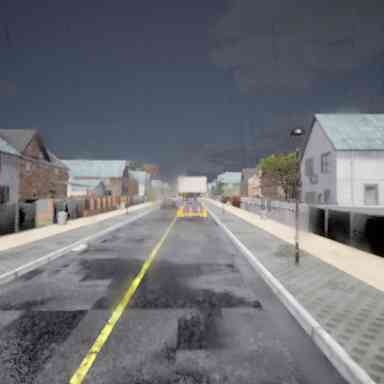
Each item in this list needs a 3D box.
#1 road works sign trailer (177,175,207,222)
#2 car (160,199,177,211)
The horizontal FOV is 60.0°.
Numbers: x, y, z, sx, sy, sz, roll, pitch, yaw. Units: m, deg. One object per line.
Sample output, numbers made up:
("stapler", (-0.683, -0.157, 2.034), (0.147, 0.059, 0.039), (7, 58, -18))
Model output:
("road works sign trailer", (0.011, 0.455, 26.515), (2.380, 3.560, 2.880), (0, 0, 0))
("car", (-2.837, 1.572, 41.227), (1.994, 1.385, 4.181), (0, 0, 0))
